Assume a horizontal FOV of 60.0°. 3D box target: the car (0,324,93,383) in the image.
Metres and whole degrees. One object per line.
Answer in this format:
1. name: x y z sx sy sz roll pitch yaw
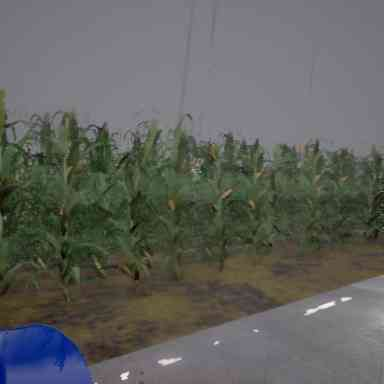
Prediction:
1. car: -2.818 1.483 1.055 5.008 1.535 1.882 0 0 -35
